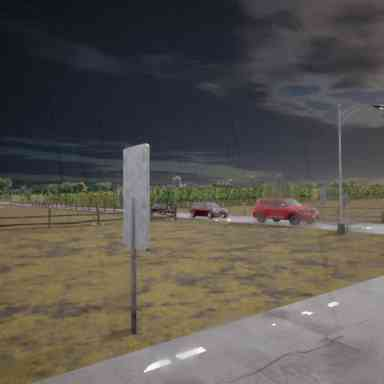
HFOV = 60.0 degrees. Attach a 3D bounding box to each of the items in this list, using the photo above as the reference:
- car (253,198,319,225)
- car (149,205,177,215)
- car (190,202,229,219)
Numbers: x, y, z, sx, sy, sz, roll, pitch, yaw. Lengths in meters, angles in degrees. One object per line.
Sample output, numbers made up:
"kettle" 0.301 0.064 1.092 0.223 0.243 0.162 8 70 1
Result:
"car" 7.446 1.516 26.990 2.150 2.045 5.566 0 -1 -36
"car" -3.818 2.268 42.617 1.895 1.301 4.718 0 -1 -36
"car" 1.773 1.833 34.862 2.097 1.767 4.553 0 -1 -36
